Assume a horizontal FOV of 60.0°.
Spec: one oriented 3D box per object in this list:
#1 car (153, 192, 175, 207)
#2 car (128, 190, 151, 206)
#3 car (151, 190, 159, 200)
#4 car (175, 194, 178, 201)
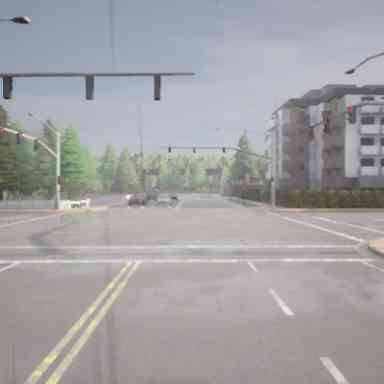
[{"bbox_3d":[-3.580,1.103,43.438,1.812,1.442,4.674,0,1,0],"label":"car"},{"bbox_3d":[-7.081,0.928,43.782,2.097,1.767,4.553,0,0,0],"label":"car"},{"bbox_3d":[-7.027,0.632,59.912,2.150,2.045,5.566,0,1,1],"label":"car"},{"bbox_3d":[-3.520,1.010,60.805,1.895,1.301,4.718,0,1,0],"label":"car"}]
